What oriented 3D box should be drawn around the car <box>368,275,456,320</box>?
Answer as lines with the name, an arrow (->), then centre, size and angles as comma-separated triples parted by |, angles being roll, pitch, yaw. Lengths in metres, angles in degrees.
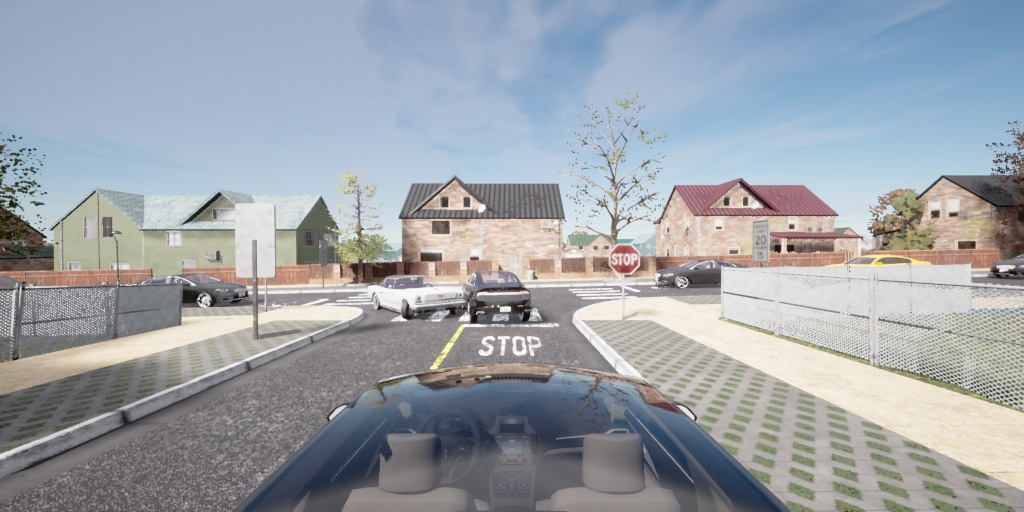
car -> -3.600, 1.368, 13.015 | 1.895, 1.301, 4.718 | 0, 0, -38

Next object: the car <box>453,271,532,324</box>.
car -> -0.684, 1.243, 12.155 | 2.128, 1.511, 4.902 | 0, 0, -12

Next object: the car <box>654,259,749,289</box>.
car -> 10.333, 0.926, 19.562 | 4.902, 1.511, 2.128 | -1, 1, 0

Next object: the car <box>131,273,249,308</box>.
car -> -14.900, 1.566, 16.512 | 4.902, 1.511, 2.128 | -1, 1, 0

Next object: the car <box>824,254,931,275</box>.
car -> 19.764, 0.690, 19.597 | 5.008, 1.535, 1.882 | -1, 1, -1

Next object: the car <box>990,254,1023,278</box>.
car -> 29.388, 0.478, 19.632 | 4.902, 1.511, 2.128 | -1, 1, 0

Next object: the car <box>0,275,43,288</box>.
car -> -24.237, 1.648, 16.473 | 4.553, 1.767, 2.097 | -1, 1, 0
